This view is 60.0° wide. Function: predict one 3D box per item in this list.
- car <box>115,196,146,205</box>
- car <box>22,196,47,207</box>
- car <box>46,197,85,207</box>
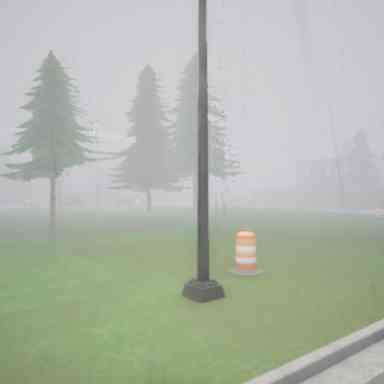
[{"bbox_3d":[-10.111,1.416,54.687,4.902,1.511,2.128,0,0,-15],"label":"car"},{"bbox_3d":[-22.913,1.447,50.410,5.008,1.535,1.882,0,0,-36],"label":"car"},{"bbox_3d":[-18.364,1.450,49.260,4.902,1.511,2.128,0,0,-36],"label":"car"}]
